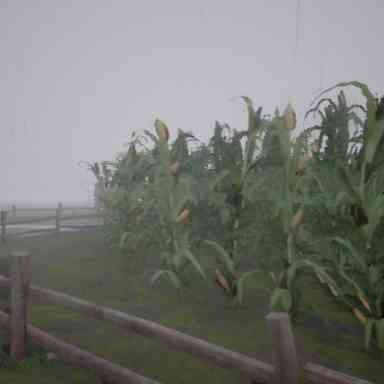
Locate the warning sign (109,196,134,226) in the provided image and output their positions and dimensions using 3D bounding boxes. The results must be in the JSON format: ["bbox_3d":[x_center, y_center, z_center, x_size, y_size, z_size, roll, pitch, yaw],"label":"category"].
[{"bbox_3d":[-4.745,1.243,22.448,1.300,1.860,1.060,1,1,35],"label":"warning sign"}]
